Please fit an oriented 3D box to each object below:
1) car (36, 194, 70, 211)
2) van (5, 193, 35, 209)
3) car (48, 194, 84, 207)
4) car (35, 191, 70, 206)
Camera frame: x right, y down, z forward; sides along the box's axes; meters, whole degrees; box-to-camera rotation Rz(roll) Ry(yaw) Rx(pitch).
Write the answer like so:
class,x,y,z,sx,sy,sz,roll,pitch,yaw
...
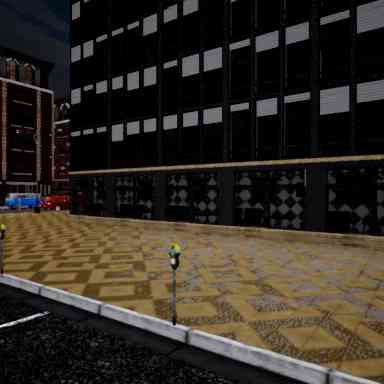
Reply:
class,x,y,z,sx,sy,sz,roll,pitch,yaw
car,-13.495,1.269,35.083,1.887,1.381,4.507,1,1,35
van,-19.972,1.050,39.566,1.690,1.788,3.998,1,1,35
car,-16.737,1.079,44.207,1.967,1.590,4.097,1,1,35
car,-15.890,0.890,41.132,2.150,2.045,5.566,0,1,34
